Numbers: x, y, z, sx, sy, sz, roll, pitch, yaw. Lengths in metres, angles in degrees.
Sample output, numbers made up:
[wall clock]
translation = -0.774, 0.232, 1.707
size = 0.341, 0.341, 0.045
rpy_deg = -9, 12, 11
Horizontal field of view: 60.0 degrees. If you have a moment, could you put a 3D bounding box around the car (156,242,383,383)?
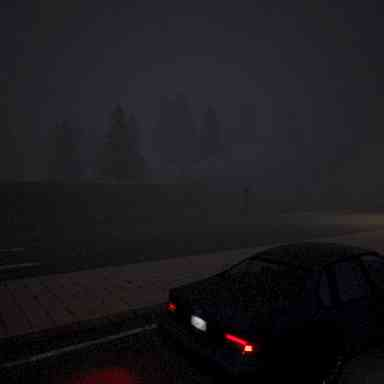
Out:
[car]
translation = 2.114, 1.547, 5.250
size = 5.357, 1.411, 2.033
rpy_deg = 0, 0, -35
